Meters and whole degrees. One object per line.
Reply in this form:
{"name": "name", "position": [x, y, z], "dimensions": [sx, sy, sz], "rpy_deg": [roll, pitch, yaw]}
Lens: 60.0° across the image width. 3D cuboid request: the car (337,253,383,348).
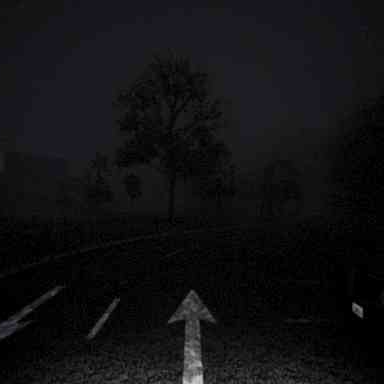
{"name": "car", "position": [5.064, 1.289, 4.632], "dimensions": [5.566, 2.045, 2.435], "rpy_deg": [0, -1, 0]}
